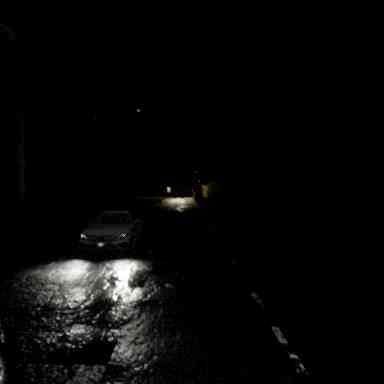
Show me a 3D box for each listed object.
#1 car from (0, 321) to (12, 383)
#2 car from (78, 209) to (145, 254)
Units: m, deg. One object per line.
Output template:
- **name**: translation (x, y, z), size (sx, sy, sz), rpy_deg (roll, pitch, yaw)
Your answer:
- **car**: translation (-2.870, 1.553, 1.806), size (1.994, 1.385, 4.181), rpy_deg (0, 0, -1)
- **car**: translation (-2.989, 1.428, 13.168), size (1.812, 1.442, 4.674), rpy_deg (0, 0, 0)
